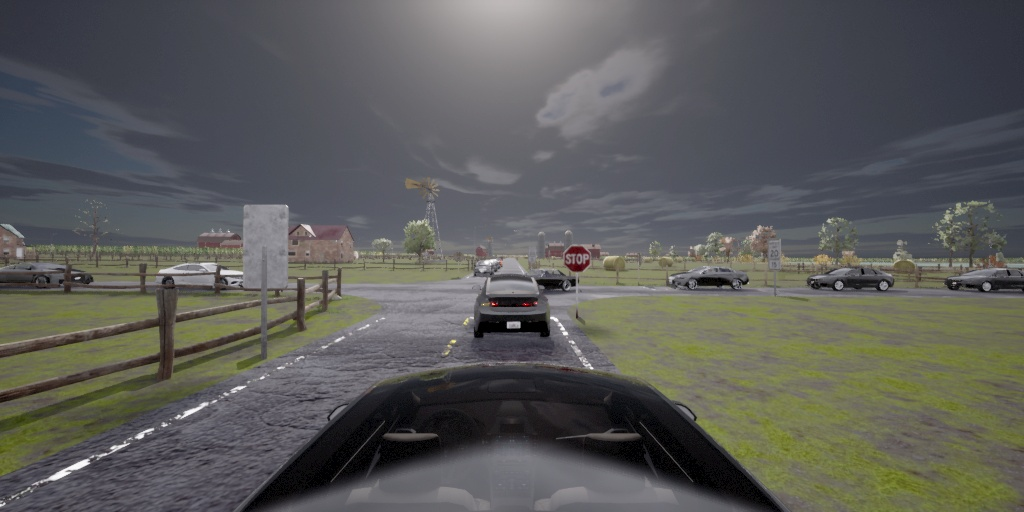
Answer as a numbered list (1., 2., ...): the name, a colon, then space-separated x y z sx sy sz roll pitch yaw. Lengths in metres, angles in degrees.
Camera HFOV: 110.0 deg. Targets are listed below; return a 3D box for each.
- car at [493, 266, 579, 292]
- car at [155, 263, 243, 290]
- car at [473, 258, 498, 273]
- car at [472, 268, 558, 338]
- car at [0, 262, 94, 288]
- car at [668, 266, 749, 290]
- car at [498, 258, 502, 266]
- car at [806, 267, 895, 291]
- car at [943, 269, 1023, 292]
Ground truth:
1. car: 1.510 1.369 20.270 4.718 1.301 1.895 1 0 -35
2. car: -17.233 1.103 20.192 4.674 1.442 1.812 1 -1 -1
3. car: -2.838 1.243 36.913 2.128 1.511 4.902 0 0 0
4. car: -0.069 1.256 10.225 1.837 1.490 4.892 0 0 -3
5. car: -26.353 1.048 20.076 4.181 1.385 1.994 1 -1 -1
6. car: 12.811 1.397 23.491 4.902 1.511 2.128 1 -1 -2
7. car: -2.825 1.241 46.359 2.128 1.511 4.902 0 0 0
8. car: 22.213 1.499 23.657 4.892 1.490 1.837 1 -1 -1
9. car: 31.716 1.587 23.772 4.892 1.490 1.837 1 -1 -1
